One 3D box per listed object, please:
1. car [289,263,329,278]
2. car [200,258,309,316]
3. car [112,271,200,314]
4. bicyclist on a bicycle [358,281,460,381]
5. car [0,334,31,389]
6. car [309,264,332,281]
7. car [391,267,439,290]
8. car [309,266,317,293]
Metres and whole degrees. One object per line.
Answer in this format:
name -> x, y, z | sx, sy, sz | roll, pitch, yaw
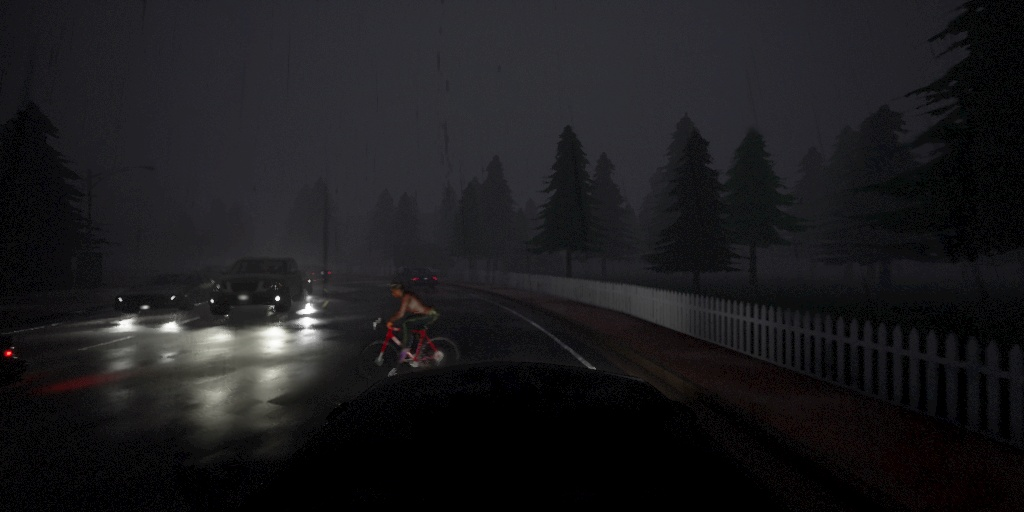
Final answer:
car -> -22.501, 1.556, 39.675 | 4.674, 1.442, 1.812 | 0, 0, 32
car -> -9.914, 1.071, 14.410 | 2.150, 2.045, 5.566 | 0, -1, -22
car -> -13.761, 1.400, 14.789 | 2.033, 1.411, 5.357 | 0, 0, -25
bicyclist on a bicycle -> -1.702, 1.233, 5.915 | 1.656, 1.620, 0.582 | -2, 0, -8
car -> -7.323, 1.309, 2.359 | 2.033, 1.411, 5.357 | 0, 0, -4
car -> -17.885, 1.521, 32.015 | 5.357, 1.411, 2.033 | 0, -1, 43
car -> -6.607, 1.456, 24.114 | 2.033, 1.411, 5.357 | 0, 0, -32
car -> -13.069, 1.497, 21.403 | 1.895, 1.301, 4.718 | 0, 0, -33
